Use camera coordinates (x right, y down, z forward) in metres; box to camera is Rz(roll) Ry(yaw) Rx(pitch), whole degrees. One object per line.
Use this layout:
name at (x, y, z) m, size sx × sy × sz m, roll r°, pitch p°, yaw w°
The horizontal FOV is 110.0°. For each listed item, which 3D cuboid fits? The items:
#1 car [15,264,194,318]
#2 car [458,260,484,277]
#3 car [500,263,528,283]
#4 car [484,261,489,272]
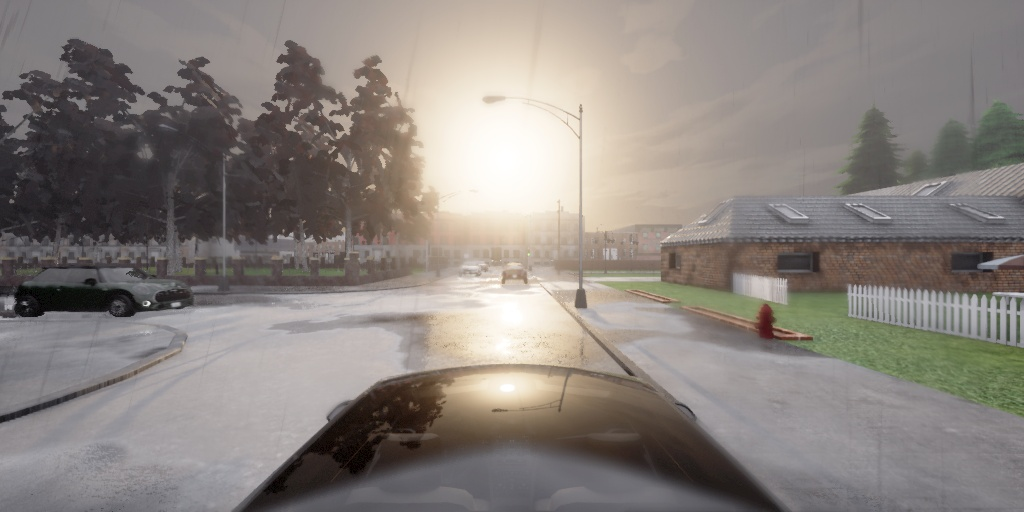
car at (-13.918, 1.102, 12.466) m, size 4.553 × 1.767 × 2.097 m, roll 0°, pitch 0°, yaw 0°
car at (-4.088, 1.276, 35.668) m, size 1.812 × 1.442 × 4.674 m, roll 0°, pitch 0°, yaw 0°
car at (0.175, 1.276, 27.879) m, size 1.812 × 1.442 × 4.674 m, roll 0°, pitch 0°, yaw 0°
car at (-4.060, 1.276, 45.468) m, size 1.812 × 1.442 × 4.674 m, roll 0°, pitch 0°, yaw 0°
